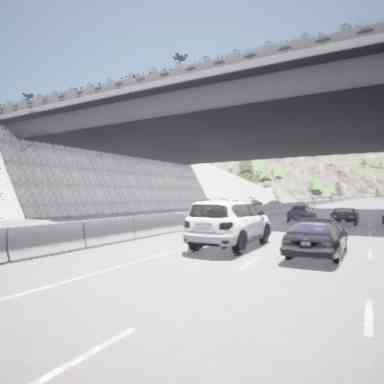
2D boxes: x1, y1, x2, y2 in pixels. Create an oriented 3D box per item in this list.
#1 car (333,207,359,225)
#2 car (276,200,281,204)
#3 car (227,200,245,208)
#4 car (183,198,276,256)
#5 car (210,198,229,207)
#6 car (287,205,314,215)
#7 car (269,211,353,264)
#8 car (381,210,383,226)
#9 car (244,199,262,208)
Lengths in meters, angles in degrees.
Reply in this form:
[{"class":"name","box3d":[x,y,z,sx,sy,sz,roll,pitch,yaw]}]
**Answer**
[{"class":"car","box3d":[12.181,1.875,26.452,1.895,1.301,4.718,0,-1,29]},{"class":"car","box3d":[15.025,2.141,61.427,2.128,1.511,4.902,0,-1,29]},{"class":"car","box3d":[8.464,2.247,63.993,1.994,1.385,4.181,0,-1,29]},{"class":"car","box3d":[1.679,1.379,14.299,2.150,2.045,5.566,0,0,28]},{"class":"car","box3d":[5.394,2.060,65.657,2.097,1.767,4.553,0,-1,29]},{"class":"car","box3d":[9.411,1.826,28.678,1.812,1.442,4.674,0,0,29]},{"class":"car","box3d":[4.735,1.680,12.589,2.033,1.411,5.357,0,-1,28]},{"class":"car","box3d":[15.403,1.819,25.046,1.994,1.385,4.181,0,-1,29]},{"class":"car","box3d":[11.534,2.140,62.328,1.882,1.535,5.008,0,-1,29]}]
